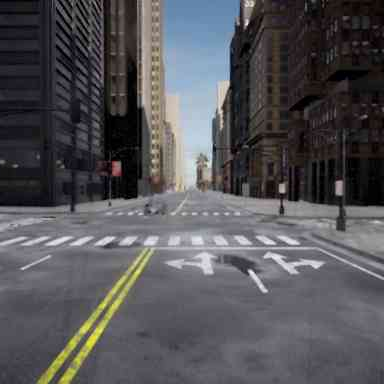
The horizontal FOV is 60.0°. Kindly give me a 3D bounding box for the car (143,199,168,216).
[{"bbox_3d":[-3.237,1.383,30.348,2.128,1.511,4.902,0,0,0],"label":"car"}]
